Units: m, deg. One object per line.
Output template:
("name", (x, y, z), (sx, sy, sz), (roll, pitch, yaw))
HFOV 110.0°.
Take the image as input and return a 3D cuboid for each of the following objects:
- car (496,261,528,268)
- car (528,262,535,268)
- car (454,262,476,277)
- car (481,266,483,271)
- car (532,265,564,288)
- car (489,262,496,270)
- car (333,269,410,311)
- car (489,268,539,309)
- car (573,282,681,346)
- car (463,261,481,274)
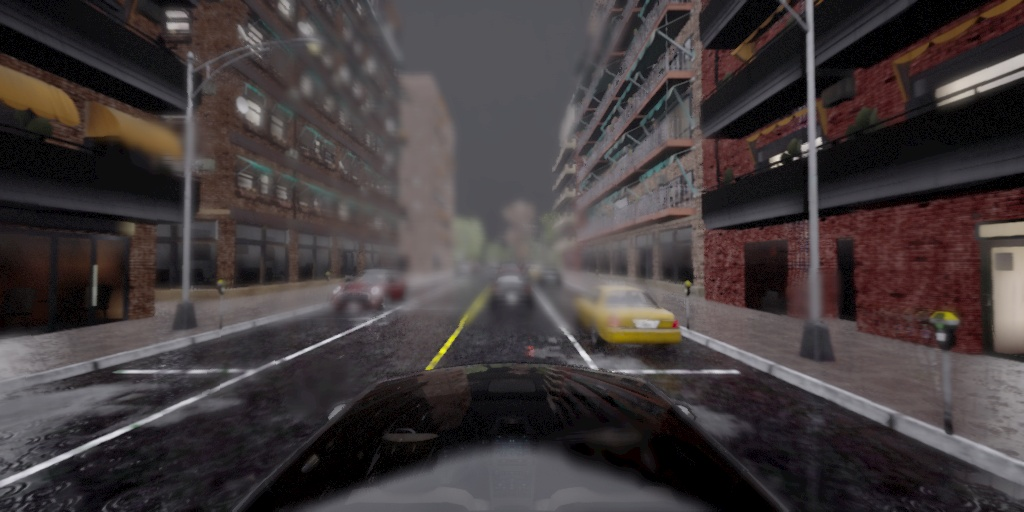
("car", (0.020, 1.398, 30.295), (2.097, 1.767, 4.553), (0, -1, 0))
("car", (2.831, 1.645, 37.346), (1.751, 1.417, 4.829), (0, 0, 0))
("car", (-5.816, 1.728, 42.777), (2.007, 1.370, 4.403), (0, 0, 0))
("car", (-5.816, 1.860, 53.913), (1.948, 1.339, 4.313), (0, 0, 0))
("car", (2.765, 1.575, 26.682), (1.948, 1.339, 4.313), (0, 0, 0))
("car", (-3.015, 1.913, 64.414), (1.837, 1.490, 4.892), (0, -1, 0))
("car", (-5.707, 1.326, 14.938), (1.967, 1.591, 4.097), (0, 0, 0))
("car", (0.023, 1.421, 15.760), (1.812, 1.442, 4.674), (0, 0, 0))
("car", (2.701, 1.355, 9.507), (1.751, 1.417, 4.829), (0, 0, 0))
("car", (-5.816, 1.550, 48.345), (2.192, 1.841, 5.009), (0, 0, 0))
